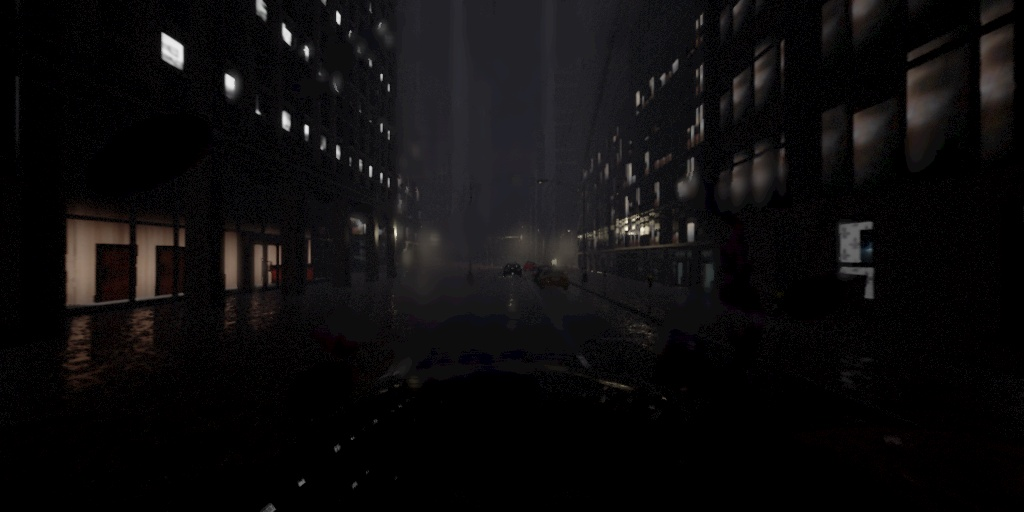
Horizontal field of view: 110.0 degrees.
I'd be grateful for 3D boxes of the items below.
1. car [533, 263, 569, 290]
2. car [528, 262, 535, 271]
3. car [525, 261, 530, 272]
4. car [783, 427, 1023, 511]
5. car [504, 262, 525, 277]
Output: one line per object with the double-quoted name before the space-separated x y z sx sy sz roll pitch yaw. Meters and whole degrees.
"car" 2.563 1.351 22.804 1.751 1.417 4.829 0 0 0
"car" 2.563 1.395 28.185 2.007 1.370 4.403 0 0 0
"car" 2.561 1.463 50.390 1.888 1.381 4.507 0 0 0
"car" 2.565 1.291 0.428 1.888 1.381 4.507 0 0 0
"car" 0.101 1.479 38.150 1.895 1.301 4.718 0 0 1
